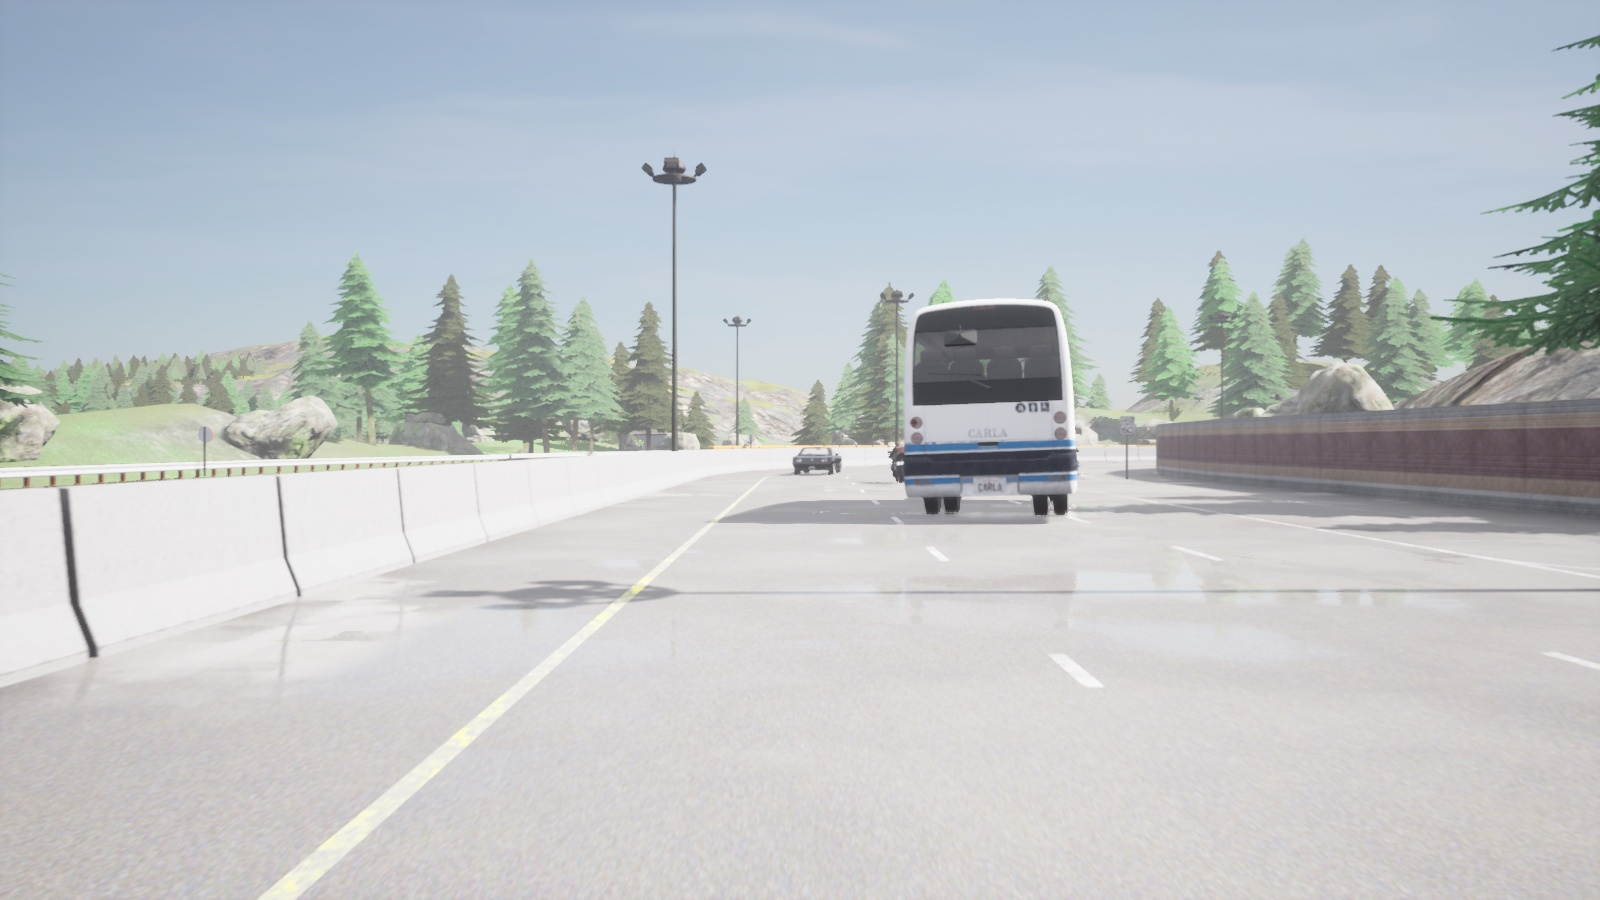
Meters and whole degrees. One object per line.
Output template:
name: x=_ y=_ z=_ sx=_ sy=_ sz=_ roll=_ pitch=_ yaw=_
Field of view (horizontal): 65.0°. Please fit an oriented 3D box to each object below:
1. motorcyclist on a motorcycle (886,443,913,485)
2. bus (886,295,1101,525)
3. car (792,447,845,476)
motorcyclist on a motorcycle: x=3.722 y=0.519 z=47.116 sx=0.866 sy=1.530 sz=2.191 roll=0 pitch=0 yaw=0
bus: x=4.661 y=-0.789 z=28.958 sx=3.944 sy=4.253 sz=10.273 roll=-2 pitch=0 yaw=11
car: x=0.926 y=0.508 z=60.201 sx=1.895 sy=1.301 sz=4.718 roll=0 pitch=0 yaw=9
